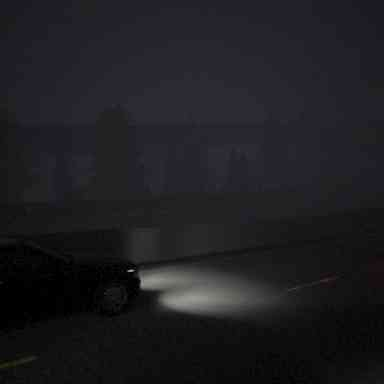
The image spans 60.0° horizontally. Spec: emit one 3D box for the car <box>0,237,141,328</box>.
[{"bbox_3d":[-3.183,1.525,5.775,4.674,1.442,1.812,0,0,-35],"label":"car"}]
